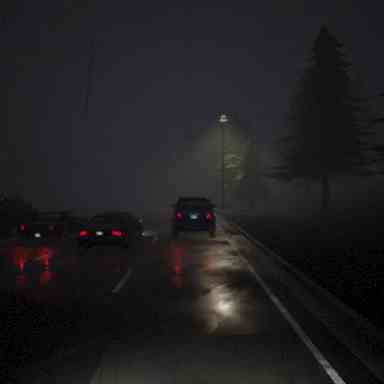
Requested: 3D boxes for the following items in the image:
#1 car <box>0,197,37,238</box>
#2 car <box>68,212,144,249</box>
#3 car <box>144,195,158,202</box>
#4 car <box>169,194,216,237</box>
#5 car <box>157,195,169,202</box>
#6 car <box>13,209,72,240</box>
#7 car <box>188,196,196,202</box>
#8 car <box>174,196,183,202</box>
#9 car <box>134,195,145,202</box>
[{"bbox_3d":[-10.407,1.269,18.279,2.150,2.045,5.566,0,0,0],"label":"car"},{"bbox_3d":[-3.407,1.584,14.756,2.033,1.411,5.357,0,0,0],"label":"car"},{"bbox_3d":[-10.534,1.731,86.614,1.812,1.442,4.674,0,0,0],"label":"car"},{"bbox_3d":[0.092,1.269,18.360,2.150,2.045,5.566,0,0,0],"label":"car"},{"bbox_3d":[-7.034,1.753,86.165,2.033,1.411,5.357,0,0,0],"label":"car"},{"bbox_3d":[-6.907,1.644,17.132,1.895,1.301,4.718,0,0,0],"label":"car"},{"bbox_3d":[-0.035,1.767,86.937,1.994,1.385,4.181,0,0,0],"label":"car"},{"bbox_3d":[-3.534,1.753,86.166,2.033,1.411,5.357,0,0,0],"label":"car"},{"bbox_3d":[-14.034,1.731,86.612,1.812,1.442,4.674,0,0,0],"label":"car"}]
